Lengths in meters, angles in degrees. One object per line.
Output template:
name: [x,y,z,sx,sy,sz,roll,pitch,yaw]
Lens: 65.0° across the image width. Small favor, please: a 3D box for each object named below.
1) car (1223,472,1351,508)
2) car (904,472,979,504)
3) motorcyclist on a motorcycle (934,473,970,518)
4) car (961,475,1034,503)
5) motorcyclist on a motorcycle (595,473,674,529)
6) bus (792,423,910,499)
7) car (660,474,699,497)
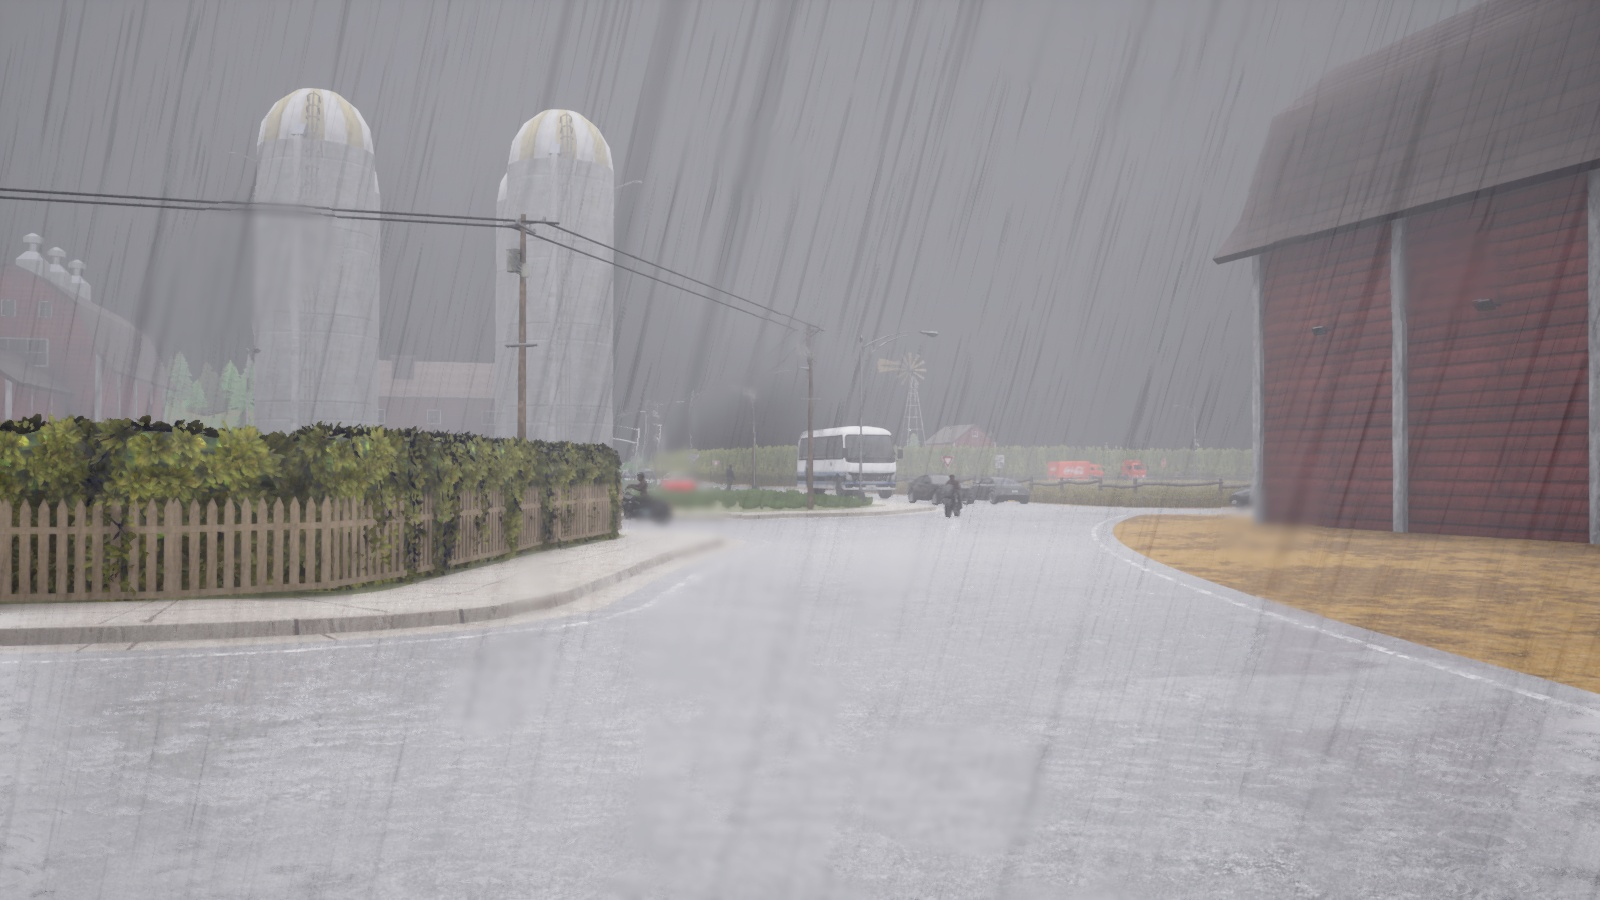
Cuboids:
car: [21.220,1.720,54.769,4.792,1.488,2.163,0,-1,-12]
car: [6.965,1.868,62.329,1.882,1.535,5.008,0,-1,-16]
motorcyclist on a motorcycle: [5.258,1.551,43.359,0.797,1.523,2.044,0,-1,19]
car: [10.055,1.968,64.250,1.994,1.385,4.181,0,-1,-18]
motorcyclist on a motorcycle: [-5.038,1.548,38.331,2.350,1.649,0.766,-1,-1,-3]
bus: [2.883,0.727,75.986,3.944,4.253,10.273,0,-1,-17]
car: [-7.657,2.262,80.008,2.207,1.376,1.481,0,-1,-17]
